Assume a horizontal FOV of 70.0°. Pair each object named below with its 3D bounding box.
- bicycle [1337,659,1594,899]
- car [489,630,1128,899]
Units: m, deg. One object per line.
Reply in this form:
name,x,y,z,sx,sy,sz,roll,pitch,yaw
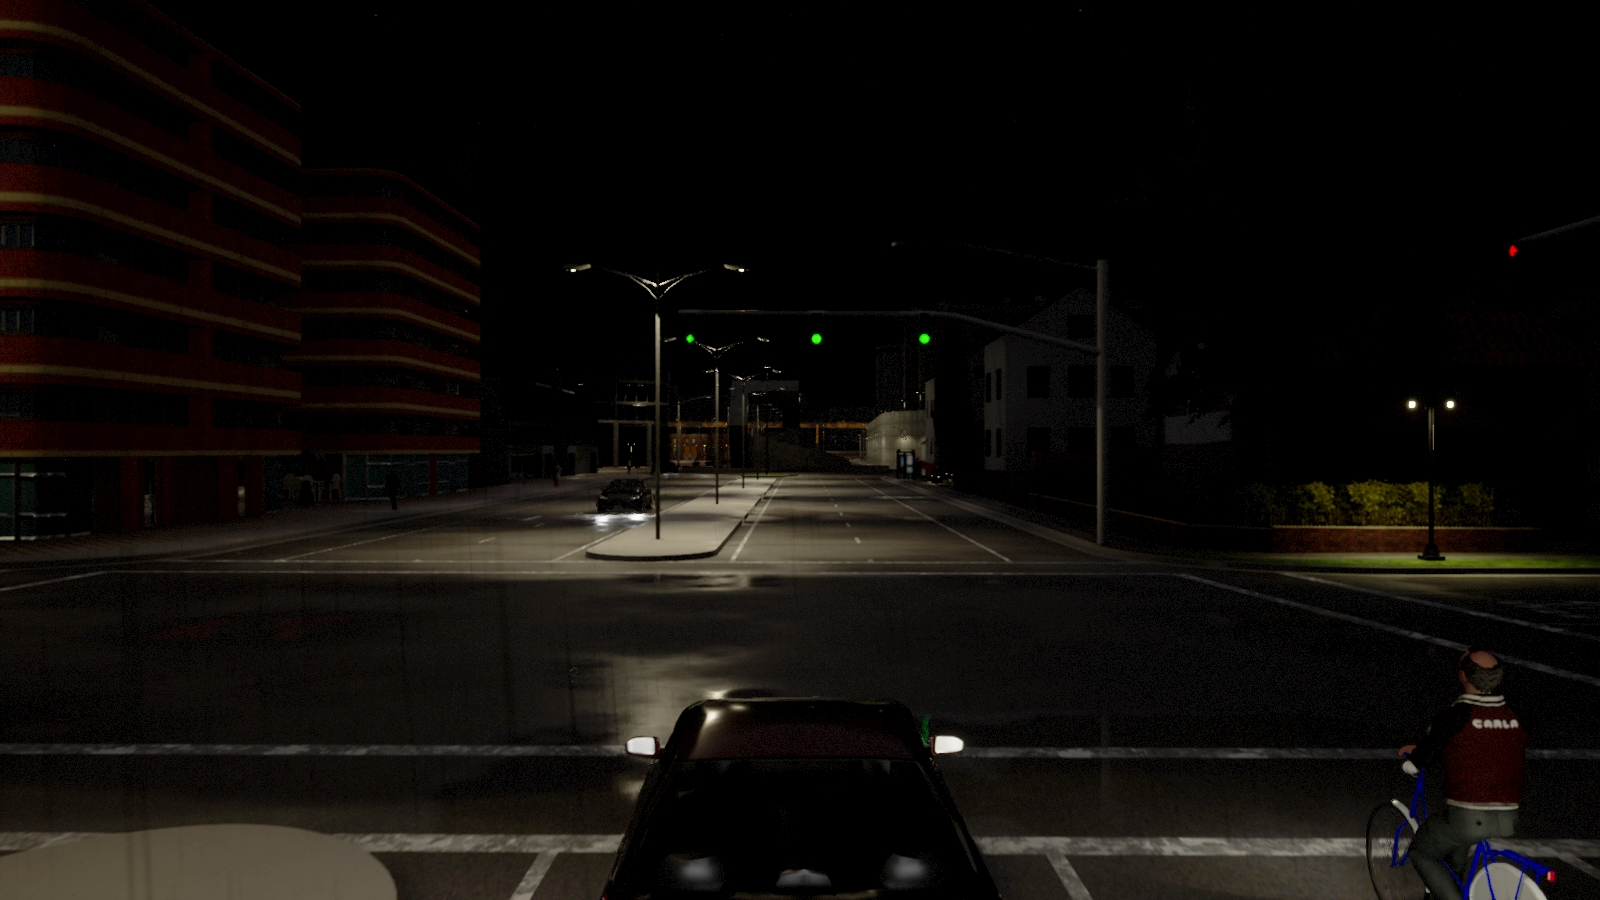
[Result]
bicycle,3.507,2.050,6.196,0.329,1.496,1.835,0,0,0
car,-0.009,2.041,5.842,2.007,1.525,4.514,0,0,-1
